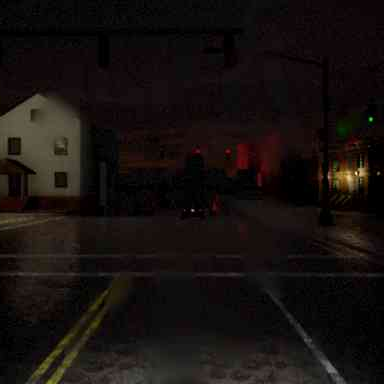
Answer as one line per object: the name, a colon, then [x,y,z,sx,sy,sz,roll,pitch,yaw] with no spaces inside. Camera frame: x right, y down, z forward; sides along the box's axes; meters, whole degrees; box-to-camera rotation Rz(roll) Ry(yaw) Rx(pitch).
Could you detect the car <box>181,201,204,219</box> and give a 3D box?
car: [0.054,1.477,27.563,2.033,1.411,5.357,0,-1,0]
